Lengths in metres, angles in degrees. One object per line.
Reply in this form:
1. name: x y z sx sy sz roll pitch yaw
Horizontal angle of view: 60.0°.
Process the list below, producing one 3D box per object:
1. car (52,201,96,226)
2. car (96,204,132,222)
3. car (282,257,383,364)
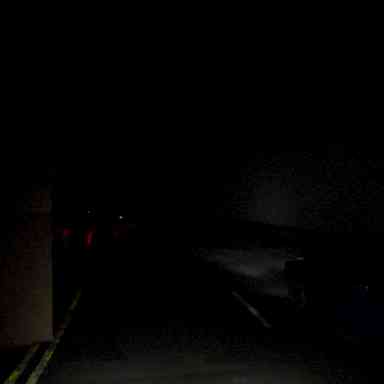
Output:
1. car: -8.978 1.449 24.583 2.097 1.767 4.553 0 0 -32
2. car: -6.711 1.686 27.659 1.895 1.301 4.718 0 0 -33
3. car: 3.021 1.586 4.769 1.895 1.301 4.718 0 0 -7
